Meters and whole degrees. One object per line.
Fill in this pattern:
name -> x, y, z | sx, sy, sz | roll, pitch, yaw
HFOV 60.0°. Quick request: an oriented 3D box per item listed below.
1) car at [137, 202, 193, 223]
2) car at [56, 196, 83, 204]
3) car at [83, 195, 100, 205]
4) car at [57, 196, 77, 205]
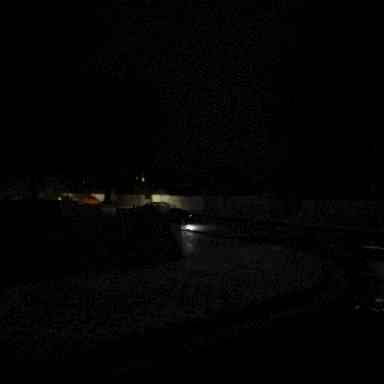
car -> -2.100, 1.393, 23.187 | 2.033, 1.411, 5.357 | 0, 1, -36
car -> -16.308, 1.277, 43.138 | 2.033, 1.411, 5.357 | 0, 0, -35
car -> -14.007, 1.192, 44.800 | 1.882, 1.535, 5.008 | 0, 0, -35
car -> -20.019, 1.272, 53.110 | 1.895, 1.301, 4.718 | 0, 0, -36
